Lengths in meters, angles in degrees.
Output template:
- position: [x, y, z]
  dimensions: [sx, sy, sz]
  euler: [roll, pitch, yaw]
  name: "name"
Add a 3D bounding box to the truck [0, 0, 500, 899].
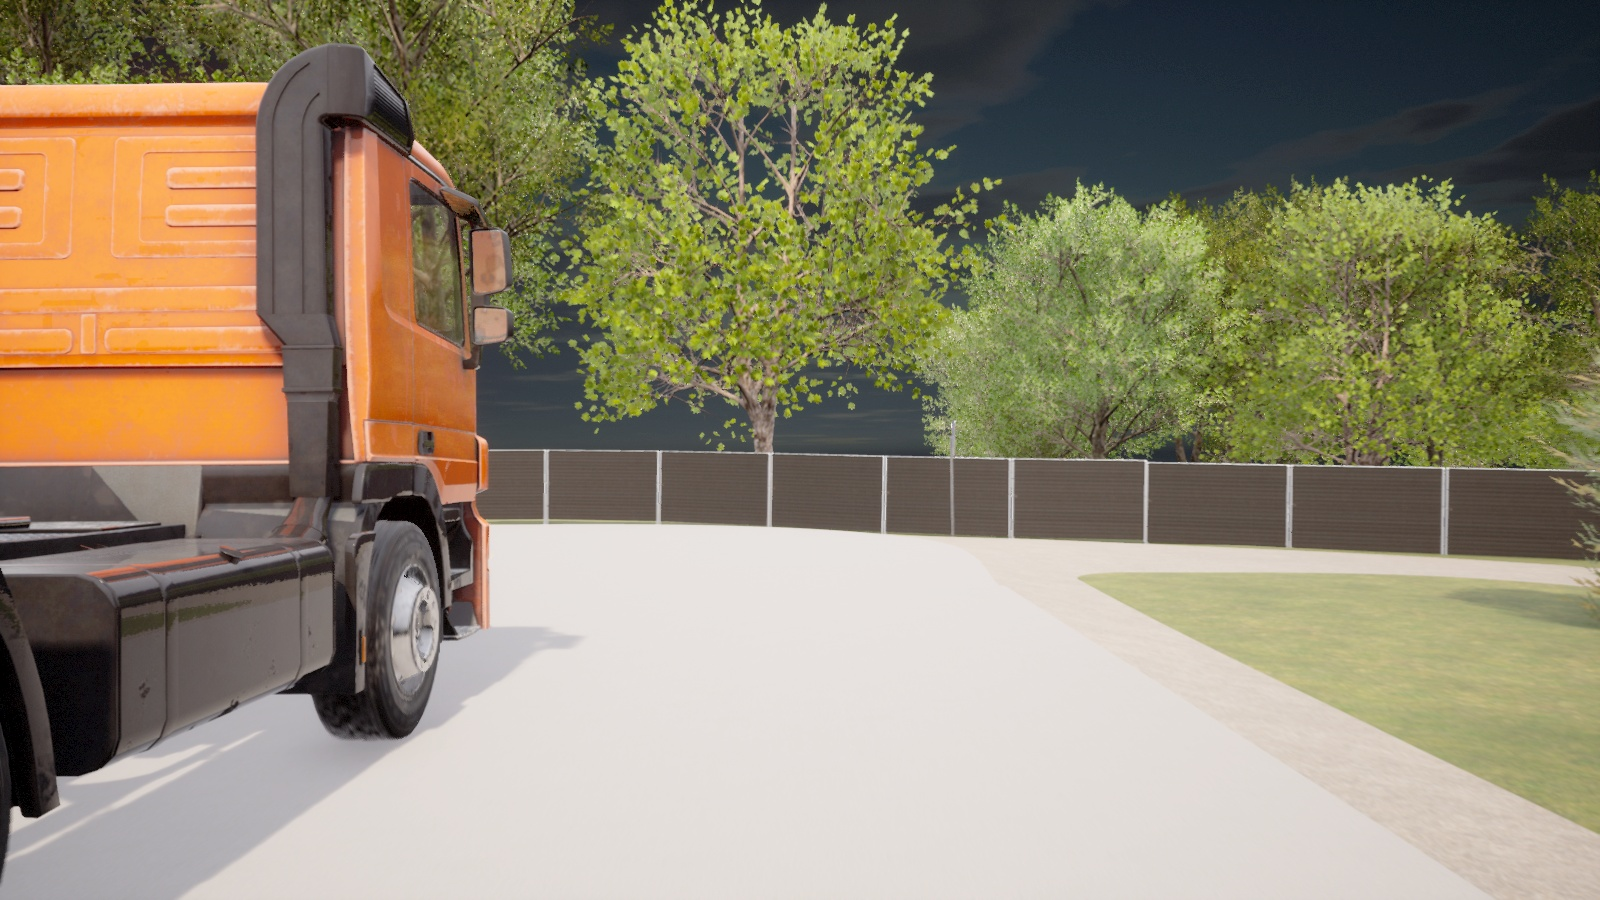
- position: [-3.467, -0.216, 4.328]
  dimensions: [2.891, 3.462, 7.936]
  euler: [0, 0, 1]
  name: "truck"
